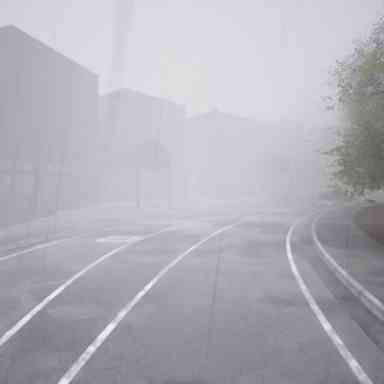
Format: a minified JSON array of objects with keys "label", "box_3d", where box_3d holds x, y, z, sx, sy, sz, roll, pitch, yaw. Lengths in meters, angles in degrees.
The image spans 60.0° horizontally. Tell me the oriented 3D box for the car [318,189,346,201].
[{"label":"car","box_3d":[18.782,0.351,44.520,4.892,1.490,1.837,-2,0,-40]}]
